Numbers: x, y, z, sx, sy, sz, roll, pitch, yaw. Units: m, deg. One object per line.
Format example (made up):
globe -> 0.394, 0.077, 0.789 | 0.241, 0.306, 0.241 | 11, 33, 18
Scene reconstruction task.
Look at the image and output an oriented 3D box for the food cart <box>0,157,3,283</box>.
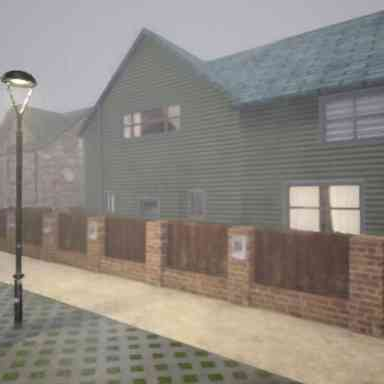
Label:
food cart -> -7.059, 0.396, 8.267 | 4.660, 3.560, 2.280 | -1, 1, 35
